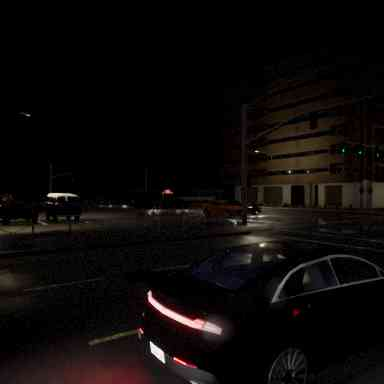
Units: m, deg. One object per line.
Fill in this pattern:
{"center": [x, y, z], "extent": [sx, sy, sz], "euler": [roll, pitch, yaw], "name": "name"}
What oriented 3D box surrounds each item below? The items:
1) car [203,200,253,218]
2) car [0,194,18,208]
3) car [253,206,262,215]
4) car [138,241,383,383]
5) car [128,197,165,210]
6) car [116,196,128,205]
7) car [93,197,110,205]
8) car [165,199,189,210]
{"center": [2.985, 1.533, 30.986], "extent": [1.882, 1.535, 5.008], "euler": [0, 0, -34], "name": "car"}
{"center": [-31.359, 1.209, 56.593], "extent": [1.932, 1.855, 4.605], "euler": [0, 0, -34], "name": "car"}
{"center": [4.782, 1.603, 34.563], "extent": [2.033, 1.411, 5.357], "euler": [0, 0, -34], "name": "car"}
{"center": [1.638, 1.492, 4.908], "extent": [4.902, 1.511, 2.128], "euler": [0, 0, -34], "name": "car"}
{"center": [-6.190, 1.602, 44.444], "extent": [2.033, 1.411, 5.357], "euler": [0, 0, -34], "name": "car"}
{"center": [-12.046, 1.563, 59.373], "extent": [1.837, 1.490, 4.892], "euler": [0, -1, -34], "name": "car"}
{"center": [-16.158, 1.578, 59.237], "extent": [1.882, 1.535, 5.008], "euler": [0, 0, -34], "name": "car"}
{"center": [-2.395, 1.656, 45.092], "extent": [1.895, 1.301, 4.718], "euler": [0, 0, -34], "name": "car"}
